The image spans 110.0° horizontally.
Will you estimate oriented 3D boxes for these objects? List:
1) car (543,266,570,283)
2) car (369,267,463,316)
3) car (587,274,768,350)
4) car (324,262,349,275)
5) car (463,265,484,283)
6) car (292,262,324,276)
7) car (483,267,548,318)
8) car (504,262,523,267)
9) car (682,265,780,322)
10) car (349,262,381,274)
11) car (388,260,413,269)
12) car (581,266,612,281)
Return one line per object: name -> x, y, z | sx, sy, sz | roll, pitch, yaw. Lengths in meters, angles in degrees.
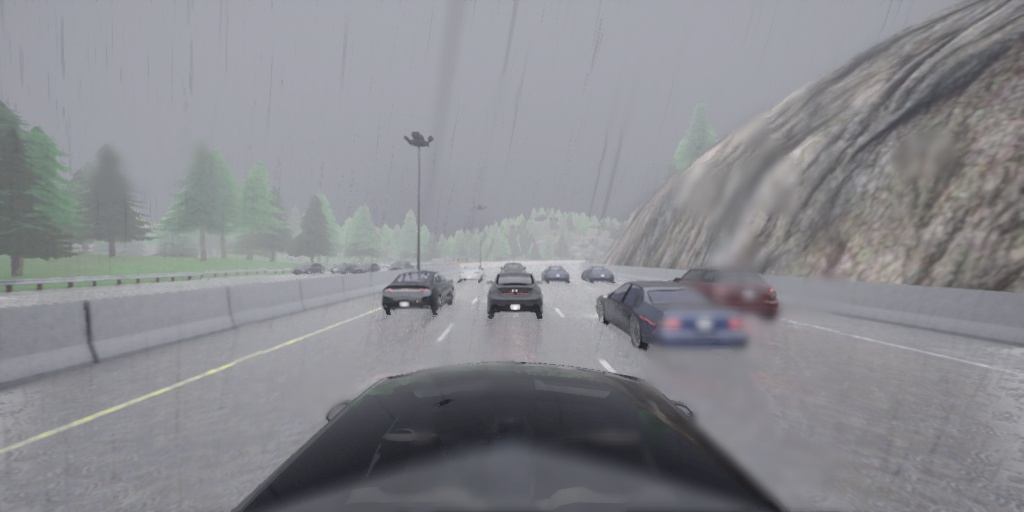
car -> 3.601, 1.519, 30.158 | 1.994, 1.385, 4.181 | 0, 0, 0
car -> -3.399, 1.329, 13.757 | 2.128, 1.511, 4.902 | 0, 0, 0
car -> 3.601, 1.351, 9.207 | 2.033, 1.411, 5.357 | 0, 0, 0
car -> -21.029, 1.558, 45.236 | 2.128, 1.511, 4.902 | 0, -1, 1
car -> -3.413, 1.485, 30.675 | 1.812, 1.442, 4.674 | 0, 0, 0
car -> -24.550, 1.555, 43.477 | 1.837, 1.490, 4.892 | 0, 0, 1
car -> 0.101, 1.340, 13.461 | 1.837, 1.490, 4.892 | 0, 0, 0
car -> 0.101, 1.301, 29.327 | 2.097, 1.767, 4.553 | 0, 0, 0
car -> 7.101, 1.182, 12.852 | 2.097, 1.767, 4.553 | 0, 0, 0
car -> -17.553, 1.558, 43.622 | 1.837, 1.490, 4.892 | 0, 0, 0
car -> -14.032, 1.416, 45.313 | 2.097, 1.767, 4.553 | 0, 0, 1
car -> 7.100, 1.519, 30.074 | 1.994, 1.385, 4.181 | 0, 0, 0
